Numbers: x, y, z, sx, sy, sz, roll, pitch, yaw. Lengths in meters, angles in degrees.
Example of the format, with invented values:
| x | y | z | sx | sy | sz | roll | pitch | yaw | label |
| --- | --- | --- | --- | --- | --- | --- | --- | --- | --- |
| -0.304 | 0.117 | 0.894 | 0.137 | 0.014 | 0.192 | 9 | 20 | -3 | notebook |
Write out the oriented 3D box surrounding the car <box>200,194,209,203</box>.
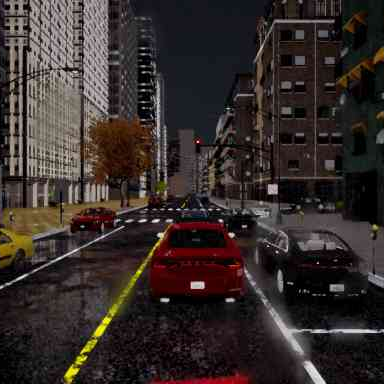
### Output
| x | y | z | sx | sy | sz | roll | pitch | yaw | label |
| --- | --- | --- | --- | --- | --- | --- | --- | --- | --- |
| 2.816 | 1.630 | 73.917 | 1.947 | 1.339 | 4.313 | 0 | 0 | 0 | car |

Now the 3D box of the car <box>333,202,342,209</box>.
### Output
| x | y | z | sx | sy | sz | roll | pitch | yaw | label |
| --- | --- | --- | --- | --- | --- | --- | --- | --- | --- |
| 18.889 | 1.259 | 38.870 | 4.829 | 1.417 | 1.752 | -1 | 1 | 0 | car |

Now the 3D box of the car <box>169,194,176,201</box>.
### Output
| x | y | z | sx | sy | sz | roll | pitch | yaw | label |
| --- | --- | --- | --- | --- | --- | --- | --- | --- | --- |
| -5.546 | 1.650 | 84.978 | 1.947 | 1.339 | 4.313 | 0 | 0 | 0 | car |

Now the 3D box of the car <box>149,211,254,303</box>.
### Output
| x | y | z | sx | sy | sz | roll | pitch | yaw | label |
| --- | --- | --- | --- | --- | --- | --- | --- | --- | --- |
| 0.105 | 1.478 | 8.278 | 1.882 | 1.535 | 5.008 | 0 | 0 | 0 | car |

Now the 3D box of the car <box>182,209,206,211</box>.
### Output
| x | y | z | sx | sy | sz | roll | pitch | yaw | label |
| --- | --- | --- | --- | --- | --- | --- | --- | --- | --- |
| 0.118 | 1.605 | 18.369 | 1.895 | 1.301 | 4.718 | 0 | 0 | 0 | car |

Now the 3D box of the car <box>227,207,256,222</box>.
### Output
| x | y | z | sx | sy | sz | roll | pitch | yaw | label |
| --- | --- | --- | --- | --- | --- | --- | --- | --- | --- |
| 2.722 | 1.555 | 19.438 | 2.008 | 1.369 | 4.403 | 0 | 0 | 0 | car |

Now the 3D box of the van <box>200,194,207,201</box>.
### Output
| x | y | z | sx | sy | sz | roll | pitch | yaw | label |
| --- | --- | --- | --- | --- | --- | --- | --- | --- | --- |
| 2.835 | 1.425 | 84.964 | 1.690 | 1.788 | 3.998 | 0 | 0 | 0 | van |

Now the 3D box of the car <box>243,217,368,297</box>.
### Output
| x | y | z | sx | sy | sz | roll | pitch | yaw | label |
| --- | --- | --- | --- | --- | --- | --- | --- | --- | --- |
| 2.703 | 1.552 | 8.372 | 2.008 | 1.369 | 4.403 | 0 | 0 | 0 | car |

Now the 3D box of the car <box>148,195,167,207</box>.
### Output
| x | y | z | sx | sy | sz | roll | pitch | yaw | label |
| --- | --- | --- | --- | --- | --- | --- | --- | --- | --- |
| -5.603 | 1.349 | 51.841 | 2.192 | 1.841 | 5.009 | 0 | 0 | 0 | car |

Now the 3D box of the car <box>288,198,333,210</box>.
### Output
| x | y | z | sx | sy | sz | roll | pitch | yaw | label |
| --- | --- | --- | --- | --- | --- | --- | --- | --- | --- |
| 13.492 | 1.359 | 38.825 | 4.403 | 1.369 | 2.008 | -1 | 1 | 0 | car |

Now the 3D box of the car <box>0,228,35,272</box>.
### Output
| x | y | z | sx | sy | sz | roll | pitch | yaw | label |
| --- | --- | --- | --- | --- | --- | --- | --- | --- | --- |
| -5.677 | 1.526 | 8.217 | 1.752 | 1.417 | 4.829 | 0 | 0 | 0 | car |

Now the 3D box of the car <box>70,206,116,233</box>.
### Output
| x | y | z | sx | sy | sz | roll | pitch | yaw | label |
| --- | --- | --- | --- | --- | --- | --- | --- | --- | --- |
| -5.658 | 1.549 | 19.452 | 1.887 | 1.381 | 4.507 | 0 | 0 | 0 | car |

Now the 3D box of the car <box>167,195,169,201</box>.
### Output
| x | y | z | sx | sy | sz | roll | pitch | yaw | label |
| --- | --- | --- | --- | --- | --- | --- | --- | --- | --- |
| -5.593 | 1.607 | 57.363 | 1.947 | 1.339 | 4.313 | 0 | 0 | 0 | car |

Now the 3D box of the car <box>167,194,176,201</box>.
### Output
| x | y | z | sx | sy | sz | roll | pitch | yaw | label |
| --- | --- | --- | --- | --- | --- | --- | --- | --- | --- |
| -5.537 | 1.410 | 90.500 | 2.192 | 1.841 | 5.009 | 0 | 0 | 0 | car |

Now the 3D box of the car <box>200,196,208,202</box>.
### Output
| x | y | z | sx | sy | sz | roll | pitch | yaw | label |
| --- | --- | --- | --- | --- | --- | --- | --- | --- | --- |
| 2.826 | 1.599 | 79.610 | 1.752 | 1.417 | 4.829 | 0 | 0 | 0 | car |
